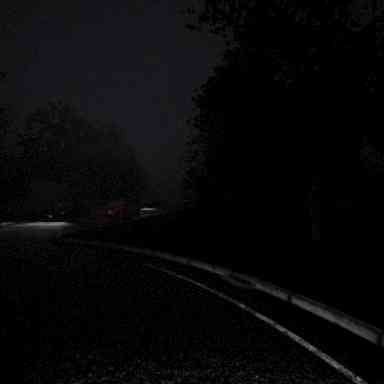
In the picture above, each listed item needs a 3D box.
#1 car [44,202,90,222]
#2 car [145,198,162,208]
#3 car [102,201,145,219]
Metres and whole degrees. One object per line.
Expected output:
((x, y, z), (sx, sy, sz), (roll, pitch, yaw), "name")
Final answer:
((-10.648, 1.669, 28.640), (1.837, 1.490, 4.892), (-1, 0, 13), "car")
((-5.981, 1.616, 48.912), (2.033, 1.411, 5.357), (-1, 0, 13), "car")
((-6.420, 1.567, 30.738), (1.882, 1.535, 5.008), (-1, 0, 13), "car")
